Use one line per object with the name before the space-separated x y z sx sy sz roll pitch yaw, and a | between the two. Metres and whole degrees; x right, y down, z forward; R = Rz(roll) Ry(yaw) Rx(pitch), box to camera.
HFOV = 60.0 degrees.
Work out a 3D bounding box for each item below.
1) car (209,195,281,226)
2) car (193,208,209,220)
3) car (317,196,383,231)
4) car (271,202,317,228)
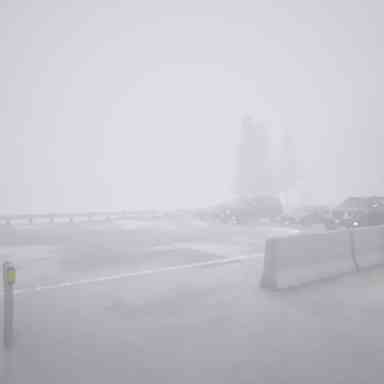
car | 4.303 1.267 24.248 5.566 2.045 2.150 0 0 -35
car | 2.682 1.593 27.390 5.357 1.411 2.033 0 0 -35
car | 10.211 1.272 19.858 5.566 2.045 2.150 0 0 -35
car | 8.192 1.597 22.718 5.357 1.411 2.033 0 0 -35
